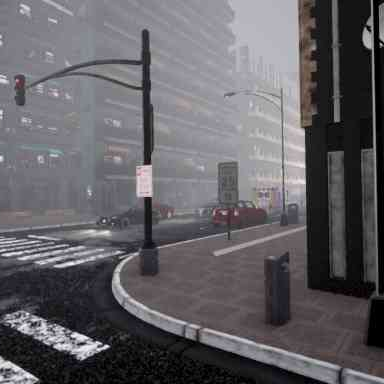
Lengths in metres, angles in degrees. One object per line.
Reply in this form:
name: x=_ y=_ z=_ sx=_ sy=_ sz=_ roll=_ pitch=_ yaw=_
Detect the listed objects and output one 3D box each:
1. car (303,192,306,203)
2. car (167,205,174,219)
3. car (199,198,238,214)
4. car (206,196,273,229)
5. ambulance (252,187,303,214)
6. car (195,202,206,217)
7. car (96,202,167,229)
car: x=19.550 y=0.931 z=56.827 sx=2.192 sy=1.841 sz=5.009 roll=-1 pitch=0 yaw=36
car: x=-3.259 y=1.459 z=25.906 sx=1.887 sy=1.381 sz=4.507 roll=-1 pitch=0 yaw=36
car: x=2.792 y=1.384 z=33.996 sx=2.008 sy=1.369 sz=4.403 roll=-1 pitch=0 yaw=36
car: x=2.932 y=1.201 z=19.842 sx=1.967 sy=1.590 sz=4.097 roll=-1 pitch=0 yaw=36
ambulance: x=8.043 y=0.748 z=31.562 sx=2.351 sy=2.431 sz=6.366 roll=-1 pitch=0 yaw=36
car: x=2.159 y=1.312 z=28.764 sx=2.128 sy=1.511 sz=4.902 roll=-1 pitch=0 yaw=37
car: x=-3.846 y=1.464 z=20.592 sx=1.994 sy=1.385 sz=4.181 roll=-1 pitch=0 yaw=36
